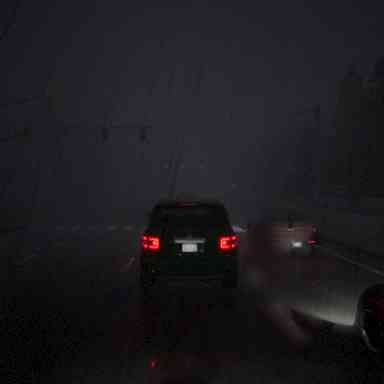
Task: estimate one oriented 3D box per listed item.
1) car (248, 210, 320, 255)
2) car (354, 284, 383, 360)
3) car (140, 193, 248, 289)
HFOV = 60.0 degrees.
[{"bbox_3d":[3.333,1.431,12.970,2.128,1.511,4.902,0,0,0],"label":"car"},{"bbox_3d":[3.430,1.548,3.271,1.994,1.385,4.181,0,0,-1],"label":"car"},{"bbox_3d":[-0.100,1.178,9.212,2.150,2.045,5.566,0,0,-1],"label":"car"}]
